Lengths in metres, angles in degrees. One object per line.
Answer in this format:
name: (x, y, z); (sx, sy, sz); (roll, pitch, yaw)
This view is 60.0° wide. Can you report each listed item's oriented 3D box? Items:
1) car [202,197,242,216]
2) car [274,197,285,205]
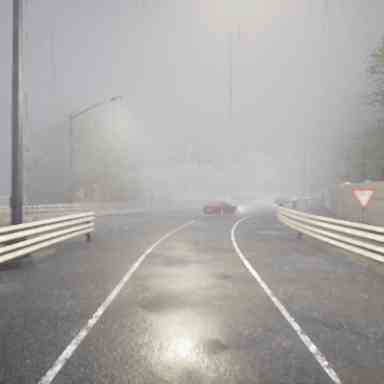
car: (2.968, 1.646, 34.416); (1.882, 1.535, 5.008); (0, 0, 33)
car: (17.472, 1.691, 66.577); (2.097, 1.767, 4.553); (0, 0, 16)
